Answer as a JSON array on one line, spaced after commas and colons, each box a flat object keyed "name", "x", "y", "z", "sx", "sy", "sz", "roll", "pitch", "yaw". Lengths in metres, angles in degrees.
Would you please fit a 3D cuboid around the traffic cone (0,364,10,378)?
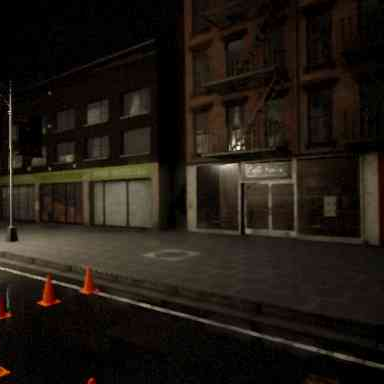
[{"name": "traffic cone", "x": -2.527, "y": 1.997, "z": 4.158, "sx": 0.340, "sy": 0.580, "sz": 0.340, "roll": -1, "pitch": 0, "yaw": 36}]

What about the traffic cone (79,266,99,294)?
[{"name": "traffic cone", "x": -2.402, "y": 2.018, "z": 7.761, "sx": 0.340, "sy": 0.580, "sz": 0.340, "roll": -1, "pitch": 0, "yaw": 36}]

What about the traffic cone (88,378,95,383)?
[{"name": "traffic cone", "x": -0.903, "y": 1.979, "z": 2.992, "sx": 0.340, "sy": 0.580, "sz": 0.340, "roll": -1, "pitch": 0, "yaw": 36}]

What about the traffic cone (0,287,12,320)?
[{"name": "traffic cone", "x": -3.568, "y": 2.017, "z": 6.137, "sx": 0.340, "sy": 0.580, "sz": 0.340, "roll": -1, "pitch": 0, "yaw": 36}]

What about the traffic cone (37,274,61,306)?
[{"name": "traffic cone", "x": -2.985, "y": 2.018, "z": 6.949, "sx": 0.340, "sy": 0.580, "sz": 0.340, "roll": -1, "pitch": 0, "yaw": 36}]
